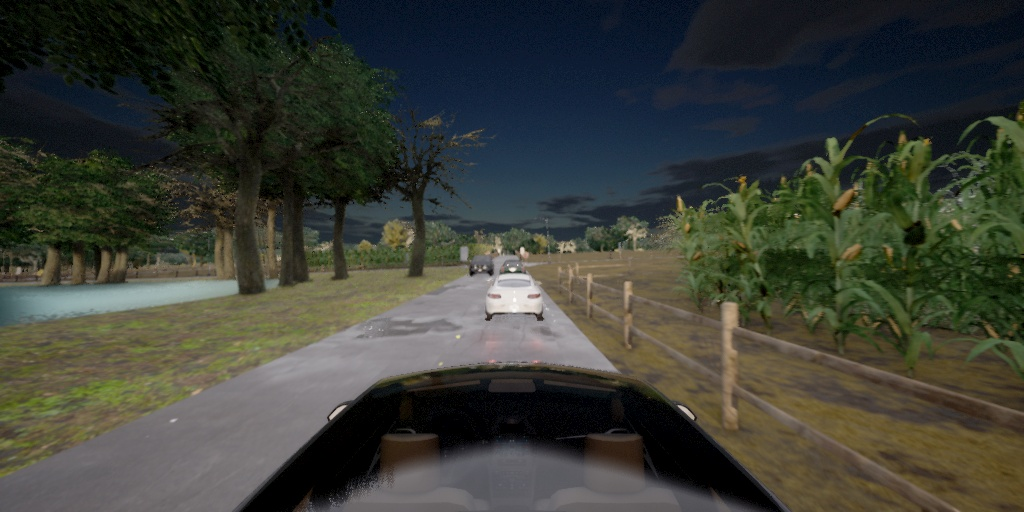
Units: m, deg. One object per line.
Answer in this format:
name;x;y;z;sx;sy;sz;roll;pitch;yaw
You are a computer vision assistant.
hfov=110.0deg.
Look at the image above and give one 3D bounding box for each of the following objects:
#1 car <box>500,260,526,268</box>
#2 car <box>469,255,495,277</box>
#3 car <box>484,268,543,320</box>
car;0.070;1.090;29.663;2.097;1.767;4.553;0;0;0
car;-2.867;0.922;34.946;2.150;2.045;5.566;0;0;0
car;0.076;1.331;12.773;1.812;1.442;4.674;0;0;0
